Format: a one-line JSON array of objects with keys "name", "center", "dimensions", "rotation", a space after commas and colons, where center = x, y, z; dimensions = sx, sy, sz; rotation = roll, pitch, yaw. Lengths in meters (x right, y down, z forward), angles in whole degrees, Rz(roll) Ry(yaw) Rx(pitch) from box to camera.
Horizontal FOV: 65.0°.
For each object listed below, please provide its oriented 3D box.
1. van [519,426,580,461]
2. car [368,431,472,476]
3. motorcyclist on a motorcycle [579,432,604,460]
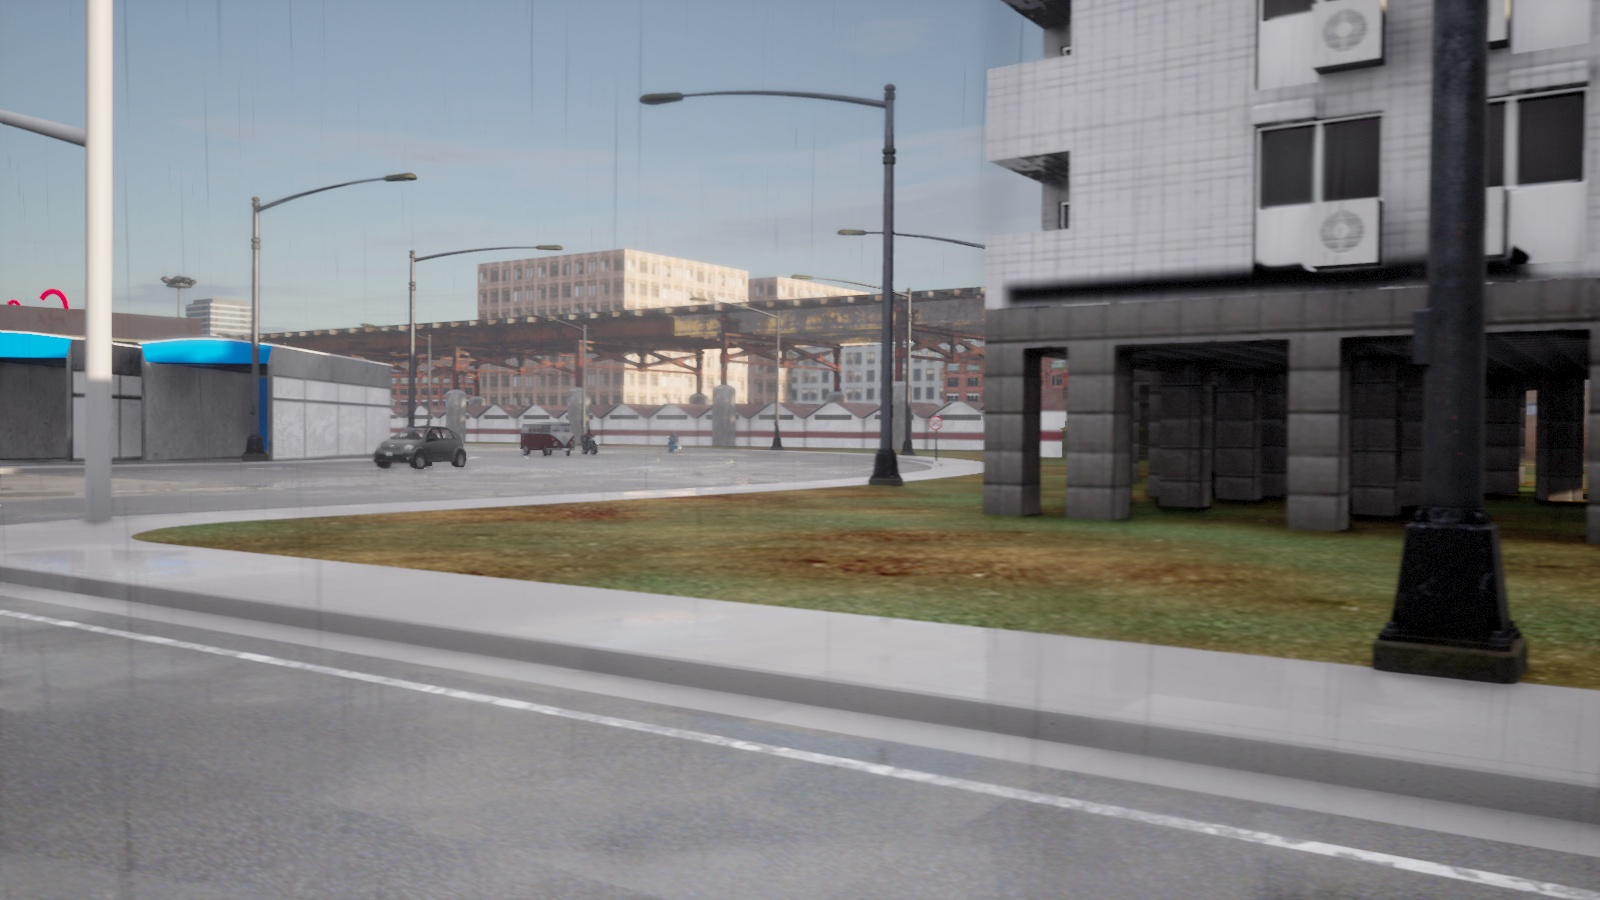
[{"name": "van", "center": [-14.599, -0.381, 73.042], "dimensions": [1.775, 1.987, 4.442], "rotation": [-1, 1, -36]}, {"name": "car", "center": [-14.383, 0.107, 47.709], "dimensions": [1.851, 1.617, 3.988], "rotation": [0, 1, 17]}, {"name": "motorcyclist on a motorcycle", "center": [-12.948, -0.264, 77.868], "dimensions": [0.766, 1.649, 2.350], "rotation": [-1, 1, -30]}]
